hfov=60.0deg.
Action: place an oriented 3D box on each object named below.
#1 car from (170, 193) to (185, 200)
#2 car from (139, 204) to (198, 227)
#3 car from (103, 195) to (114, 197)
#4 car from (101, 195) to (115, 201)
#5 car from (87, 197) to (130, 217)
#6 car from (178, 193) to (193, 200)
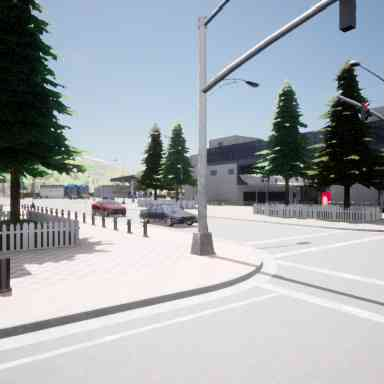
[{"bbox_3d":[-3.866,1.113,85.958,1.932,1.855,4.605,0,0,-37],"label":"car"},{"bbox_3d":[-1.790,1.563,23.252,2.033,1.411,5.357,0,0,-37],"label":"car"},{"bbox_3d":[-18.887,1.389,75.015,1.845,1.501,3.633,0,0,-37],"label":"car"},{"bbox_3d":[-20.905,1.400,82.753,1.970,1.475,3.806,0,0,-37],"label":"car"},{"bbox_3d":[-7.883,1.493,31.343,1.882,1.535,5.008,0,0,-37],"label":"car"},{"bbox_3d":[-1.776,1.092,88.018,1.905,1.878,3.866,0,0,-37],"label":"car"}]
